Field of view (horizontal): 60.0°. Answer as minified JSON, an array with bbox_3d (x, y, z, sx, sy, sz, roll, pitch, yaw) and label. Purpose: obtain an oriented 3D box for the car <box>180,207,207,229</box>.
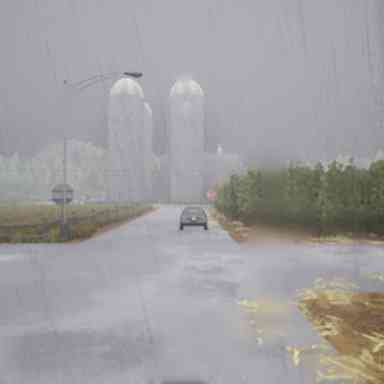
[{"bbox_3d":[0.109,1.761,23.284,2.033,1.411,5.357,0,-1,0],"label":"car"}]
